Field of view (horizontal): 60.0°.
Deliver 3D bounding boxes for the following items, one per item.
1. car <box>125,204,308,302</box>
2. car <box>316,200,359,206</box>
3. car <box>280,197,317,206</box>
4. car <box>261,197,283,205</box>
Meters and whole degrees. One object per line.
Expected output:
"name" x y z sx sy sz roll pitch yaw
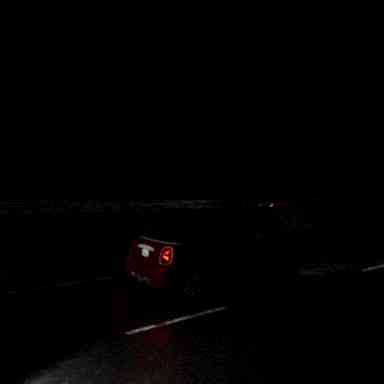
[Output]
"car" 0.702 1.355 8.545 4.553 1.767 2.097 0 0 -35
"car" 14.476 1.568 31.400 5.357 1.411 2.033 0 0 -35
"car" 11.548 1.526 33.624 4.892 1.490 1.837 1 0 -35
"car" 9.383 1.370 36.382 4.553 1.767 2.097 0 0 -35
